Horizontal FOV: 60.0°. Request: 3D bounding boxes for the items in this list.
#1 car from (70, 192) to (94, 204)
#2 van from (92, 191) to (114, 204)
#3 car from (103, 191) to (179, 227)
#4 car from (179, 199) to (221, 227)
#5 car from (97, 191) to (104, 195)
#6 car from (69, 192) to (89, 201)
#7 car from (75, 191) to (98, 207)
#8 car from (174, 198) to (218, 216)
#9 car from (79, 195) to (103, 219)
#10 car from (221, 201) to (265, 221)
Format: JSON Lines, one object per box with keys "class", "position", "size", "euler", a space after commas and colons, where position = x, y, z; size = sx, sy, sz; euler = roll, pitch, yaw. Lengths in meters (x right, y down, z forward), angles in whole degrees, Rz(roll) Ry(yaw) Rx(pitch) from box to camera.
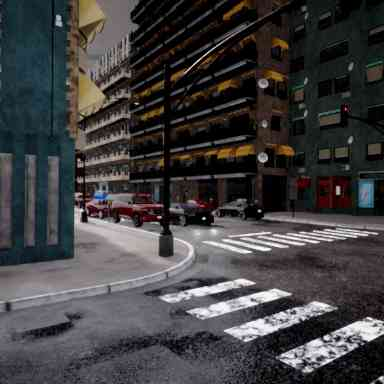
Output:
{"class": "car", "position": [-15.652, 0.823, 47.192], "size": [1.882, 1.535, 5.008], "euler": [1, 0, -36]}
{"class": "van", "position": [-12.769, 0.726, 47.735], "size": [1.690, 1.788, 3.998], "euler": [2, 0, -36]}
{"class": "car", "position": [-3.252, 1.034, 20.288], "size": [2.192, 1.841, 5.009], "euler": [2, 0, -36]}
{"class": "car", "position": [-0.473, 1.321, 20.833], "size": [1.994, 1.385, 4.181], "euler": [1, 0, -36]}
{"class": "car", "position": [-6.054, 0.971, 28.557], "size": [2.097, 1.767, 4.553], "euler": [1, 0, -36]}
{"class": "car", "position": [-19.304, 0.769, 56.760], "size": [1.887, 1.381, 4.507], "euler": [2, 0, -36]}
{"class": "car", "position": [-12.085, 0.948, 36.906], "size": [1.882, 1.535, 5.008], "euler": [1, 0, -36]}
{"class": "car", "position": [0.287, 1.289, 29.681], "size": [1.802, 1.307, 4.206], "euler": [2, 0, -36]}
{"class": "car", "position": [-6.524, 1.183, 24.801], "size": [1.887, 1.381, 4.507], "euler": [2, 0, -36]}
{"class": "car", "position": [3.553, 1.353, 25.168], "size": [1.947, 1.339, 4.313], "euler": [2, 0, -36]}
